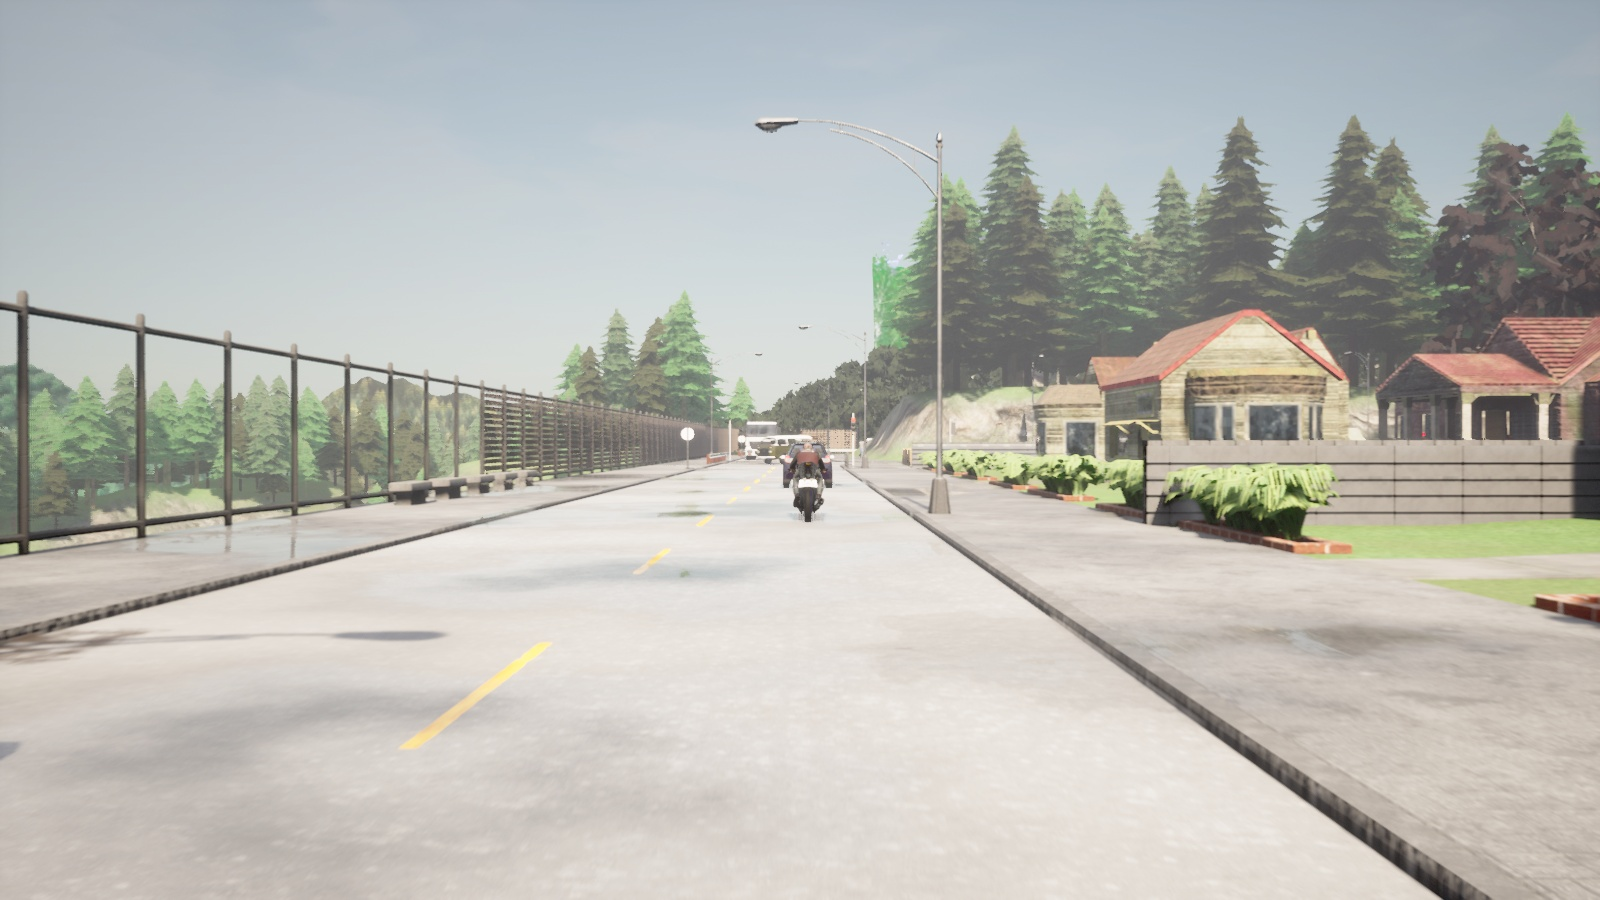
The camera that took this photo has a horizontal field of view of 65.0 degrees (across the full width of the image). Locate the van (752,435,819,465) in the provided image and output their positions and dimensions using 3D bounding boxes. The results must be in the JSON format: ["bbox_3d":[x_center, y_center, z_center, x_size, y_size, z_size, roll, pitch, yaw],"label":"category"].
[{"bbox_3d":[-0.988,-0.026,87.751,2.069,2.038,4.480,-1,0,44],"label":"van"}]

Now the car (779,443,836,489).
[{"bbox_3d":[0.259,0.519,42.846,1.845,1.501,3.633,0,0,0],"label":"car"}]

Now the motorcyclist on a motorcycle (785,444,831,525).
[{"bbox_3d":[0.155,0.643,24.655,0.866,1.530,2.191,0,0,0],"label":"motorcyclist on a motorcycle"}]
